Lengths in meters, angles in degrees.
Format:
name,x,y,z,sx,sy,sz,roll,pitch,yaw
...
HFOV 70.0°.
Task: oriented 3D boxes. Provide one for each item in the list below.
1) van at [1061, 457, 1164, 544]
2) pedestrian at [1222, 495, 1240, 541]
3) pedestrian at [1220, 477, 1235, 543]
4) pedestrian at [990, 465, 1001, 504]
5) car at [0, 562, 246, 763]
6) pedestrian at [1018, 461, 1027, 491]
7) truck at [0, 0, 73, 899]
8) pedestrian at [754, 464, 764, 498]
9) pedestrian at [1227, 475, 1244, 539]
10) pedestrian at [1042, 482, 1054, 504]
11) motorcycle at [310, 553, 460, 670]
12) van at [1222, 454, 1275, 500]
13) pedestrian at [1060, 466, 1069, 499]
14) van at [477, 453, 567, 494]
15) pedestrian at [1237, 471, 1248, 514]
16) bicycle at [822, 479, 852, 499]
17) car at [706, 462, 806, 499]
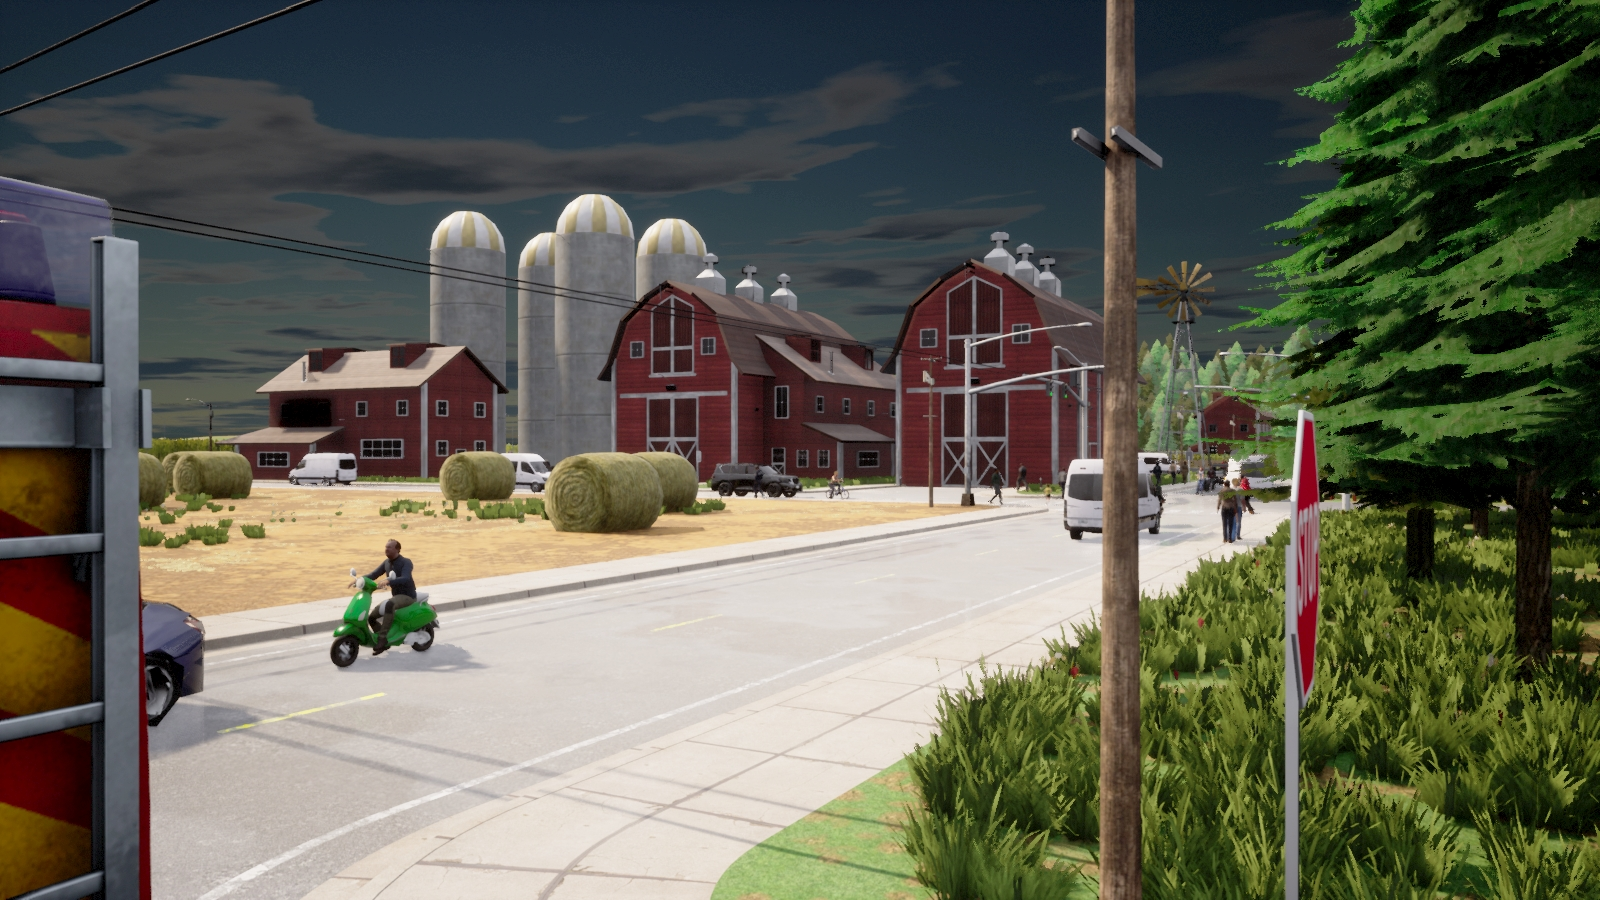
name,x,y,z,sx,sy,sz,roll,pitch,yaw
van,10.299,1.534,37.306,1.988,2.561,5.915,0,0,28
pedestrian,12.603,1.976,33.390,0.375,1.300,0.375,0,0,43
pedestrian,12.129,1.695,32.411,0.375,1.860,0.375,0,0,19
pedestrian,9.460,1.671,55.254,0.375,1.860,0.375,0,0,41
car,-8.084,2.059,10.788,2.163,1.488,4.792,0,0,27
pedestrian,13.660,1.587,70.028,0.375,1.860,0.375,0,0,-36
truck,-6.232,0.863,3.419,8.468,3.827,2.891,0,0,27
pedestrian,-2.214,1.671,61.679,0.375,1.860,0.375,0,0,-43
pedestrian,12.950,1.694,33.954,0.375,1.860,0.375,0,0,40
pedestrian,12.641,2.205,58.281,0.500,1.100,0.500,0,0,25
motorcycle,-5.601,2.142,15.525,0.856,1.316,1.805,0,0,29
van,25.963,1.529,66.299,1.988,2.561,5.915,-1,0,13
pedestrian,14.871,1.821,64.275,0.375,1.860,0.375,0,0,32
van,-18.356,1.494,75.450,5.915,2.561,1.988,0,1,28
pedestrian,19.397,1.848,50.079,0.375,1.860,0.375,0,0,28
bicycle,2.119,2.220,64.760,1.487,1.080,0.859,0,0,28
car,-2.597,1.752,67.223,5.566,2.045,2.150,0,0,28
